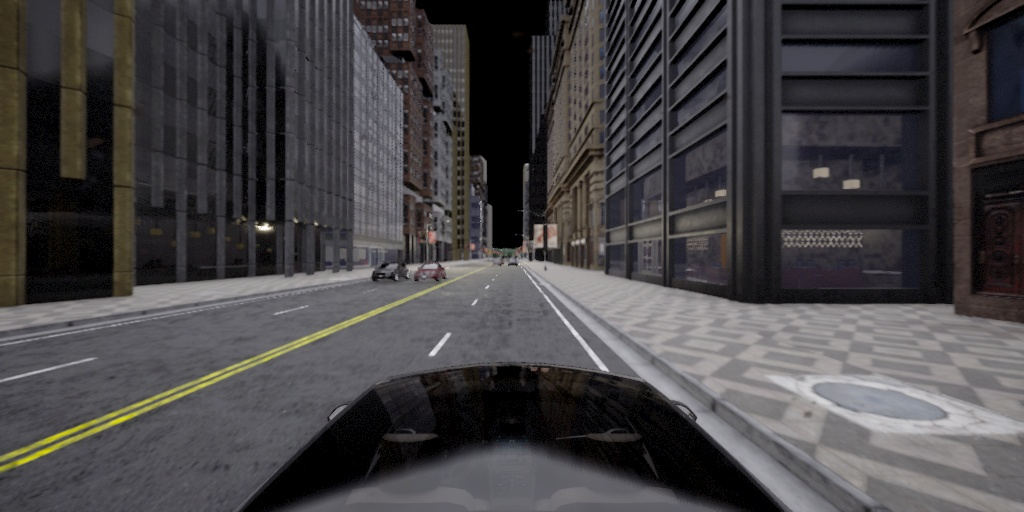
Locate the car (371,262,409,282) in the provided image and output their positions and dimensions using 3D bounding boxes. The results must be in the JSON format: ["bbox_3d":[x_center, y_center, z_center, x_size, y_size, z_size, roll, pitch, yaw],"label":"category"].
[{"bbox_3d":[-9.703,1.249,28.973,1.837,1.490,4.892,0,0,0],"label":"car"}]

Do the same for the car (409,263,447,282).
[{"bbox_3d":[-6.455,1.272,28.764,1.812,1.442,4.674,0,0,0],"label":"car"}]
